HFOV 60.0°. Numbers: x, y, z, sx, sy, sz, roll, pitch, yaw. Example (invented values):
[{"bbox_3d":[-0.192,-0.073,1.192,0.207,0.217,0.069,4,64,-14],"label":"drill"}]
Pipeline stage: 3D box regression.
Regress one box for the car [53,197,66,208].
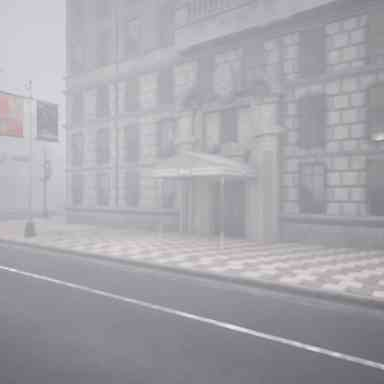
[{"bbox_3d":[-17.838,1.367,48.490,2.097,1.767,4.553,0,0,36],"label":"car"}]
